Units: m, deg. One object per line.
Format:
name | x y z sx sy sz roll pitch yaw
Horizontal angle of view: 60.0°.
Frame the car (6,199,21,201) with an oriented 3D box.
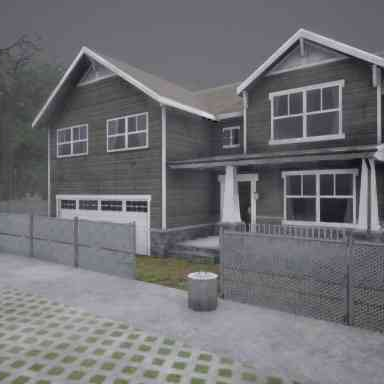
car | -17.279 1.463 31.799 4.902 1.511 2.128 0 0 -32
